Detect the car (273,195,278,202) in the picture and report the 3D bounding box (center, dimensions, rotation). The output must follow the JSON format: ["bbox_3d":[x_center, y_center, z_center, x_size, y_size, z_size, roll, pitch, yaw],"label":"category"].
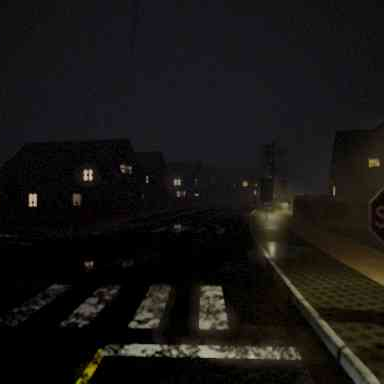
[{"bbox_3d":[15.565,1.270,65.419,2.128,1.511,4.902,0,0,27],"label":"car"}]

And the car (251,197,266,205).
[{"bbox_3d":[11.383,1.436,56.054,1.895,1.301,4.718,0,0,24],"label":"car"}]
